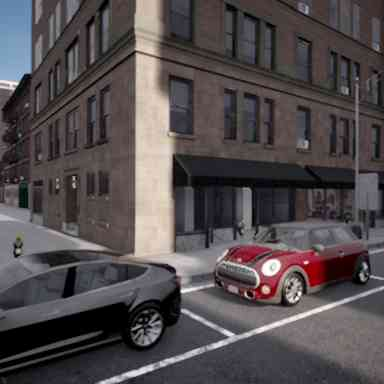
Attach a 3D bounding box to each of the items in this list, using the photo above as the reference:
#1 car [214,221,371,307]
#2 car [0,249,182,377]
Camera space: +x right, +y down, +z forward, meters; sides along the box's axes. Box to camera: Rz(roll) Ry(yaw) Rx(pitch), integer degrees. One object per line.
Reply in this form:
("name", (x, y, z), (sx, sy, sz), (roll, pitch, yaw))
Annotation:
("car", (2.462, 1.474, 7.986), (4.097, 1.590, 1.967), (0, 0, -36))
("car", (-2.145, 1.571, 4.659), (4.313, 1.339, 1.947), (0, 0, -36))
